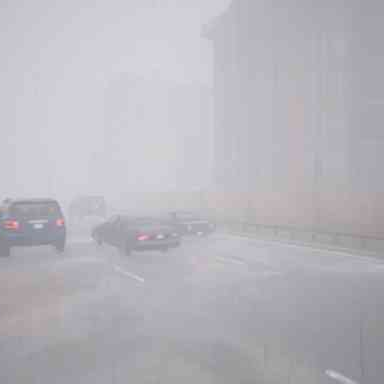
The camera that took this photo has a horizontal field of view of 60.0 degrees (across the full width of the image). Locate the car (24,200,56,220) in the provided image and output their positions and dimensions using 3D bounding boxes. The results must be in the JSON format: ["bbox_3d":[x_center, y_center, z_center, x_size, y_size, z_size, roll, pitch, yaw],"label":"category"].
[{"bbox_3d":[-14.139,1.559,30.703,1.882,1.535,5.008,0,0,-34],"label":"car"}]

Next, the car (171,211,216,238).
[{"bbox_3d":[-0.861,1.653,17.398,1.895,1.301,4.718,0,0,-34],"label":"car"}]

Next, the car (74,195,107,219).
[{"bbox_3d":[-9.462,1.307,30.028,2.150,2.045,5.566,0,0,-34],"label":"car"}]

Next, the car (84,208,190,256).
[{"bbox_3d":[-2.479,1.586,13.523,2.033,1.411,5.357,0,0,-34],"label":"car"}]

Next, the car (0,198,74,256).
[{"bbox_3d":[-6.737,1.258,13.595,2.150,2.045,5.566,0,0,-34],"label":"car"}]
